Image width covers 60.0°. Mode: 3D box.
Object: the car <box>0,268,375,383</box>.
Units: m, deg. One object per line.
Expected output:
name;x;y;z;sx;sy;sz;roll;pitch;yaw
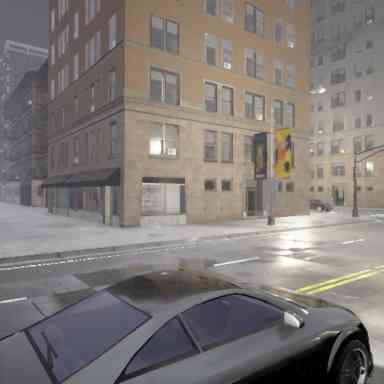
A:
car;0.109;1.564;3.536;4.181;1.385;1.994;0;0;-36

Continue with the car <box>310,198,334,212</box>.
car;13.878;1.486;38.305;1.837;1.490;4.892;0;0;-36
